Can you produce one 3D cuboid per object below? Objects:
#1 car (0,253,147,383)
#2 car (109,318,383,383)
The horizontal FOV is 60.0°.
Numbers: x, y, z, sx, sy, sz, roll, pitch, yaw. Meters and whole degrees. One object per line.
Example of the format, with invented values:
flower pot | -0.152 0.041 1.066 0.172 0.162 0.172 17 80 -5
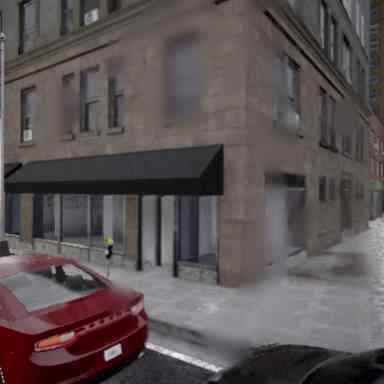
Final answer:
car | -2.663 1.597 4.846 4.507 1.381 1.887 -1 0 35
car | 1.821 1.559 1.653 4.313 1.339 1.947 -1 0 35
